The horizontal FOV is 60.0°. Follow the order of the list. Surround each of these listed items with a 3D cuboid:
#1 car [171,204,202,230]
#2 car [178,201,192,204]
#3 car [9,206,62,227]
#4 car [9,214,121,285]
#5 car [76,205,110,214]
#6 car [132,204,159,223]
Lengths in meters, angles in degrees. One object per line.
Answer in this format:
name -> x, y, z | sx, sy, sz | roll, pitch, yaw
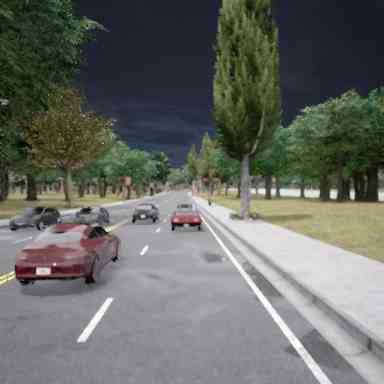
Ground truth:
car -> -0.387, 1.711, 22.017 | 1.895, 1.301, 4.718 | -1, 0, -1
car -> -0.881, 1.796, 42.776 | 1.895, 1.301, 4.718 | -1, 0, -1
car -> -10.345, 1.706, 22.335 | 1.837, 1.490, 4.892 | -1, 0, -1
car -> -3.341, 1.603, 9.668 | 1.812, 1.442, 4.674 | -1, 0, -1
car -> -7.131, 1.706, 23.881 | 1.812, 1.442, 4.674 | -1, 0, -1
car -> -3.751, 1.692, 27.386 | 1.812, 1.442, 4.674 | -1, 0, -1
